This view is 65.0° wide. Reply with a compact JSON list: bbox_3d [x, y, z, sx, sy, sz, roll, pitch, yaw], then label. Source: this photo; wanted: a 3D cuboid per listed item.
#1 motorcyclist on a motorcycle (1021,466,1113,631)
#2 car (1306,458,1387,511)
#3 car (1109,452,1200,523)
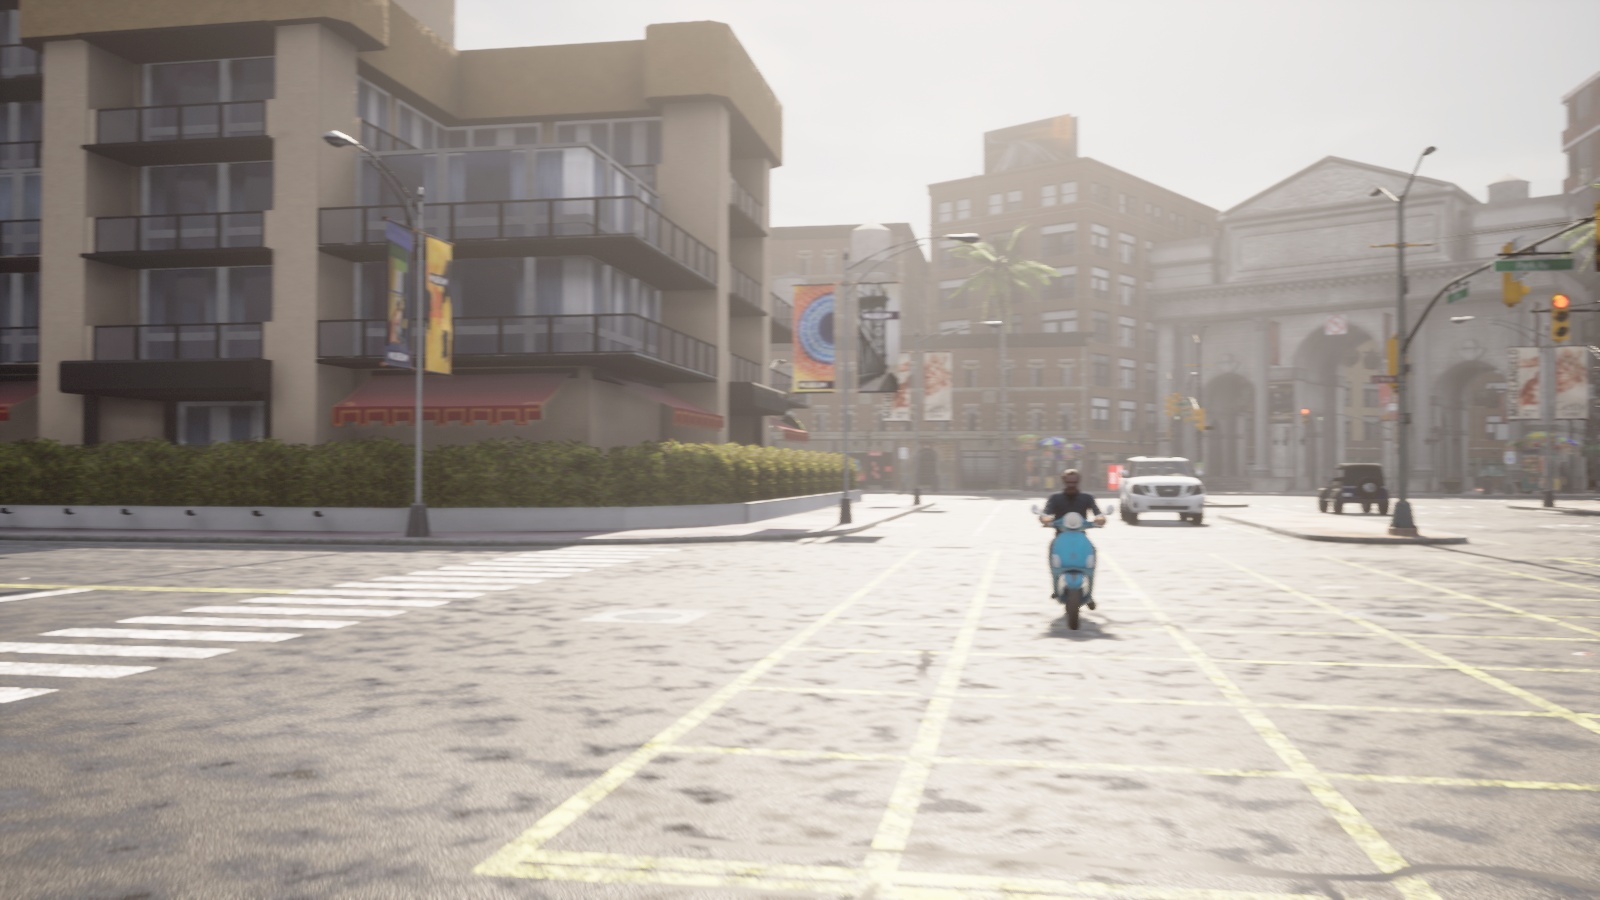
[{"bbox_3d":[2.752,0.971,13.099,0.866,1.590,1.817,-1,-1,10],"label":"motorcyclist on a motorcycle"},{"bbox_3d":[20.502,1.276,47.247,1.905,1.878,3.866,-1,-1,10],"label":"car"},{"bbox_3d":[10.912,1.122,39.014,2.150,2.045,5.566,-1,-1,10],"label":"car"}]
